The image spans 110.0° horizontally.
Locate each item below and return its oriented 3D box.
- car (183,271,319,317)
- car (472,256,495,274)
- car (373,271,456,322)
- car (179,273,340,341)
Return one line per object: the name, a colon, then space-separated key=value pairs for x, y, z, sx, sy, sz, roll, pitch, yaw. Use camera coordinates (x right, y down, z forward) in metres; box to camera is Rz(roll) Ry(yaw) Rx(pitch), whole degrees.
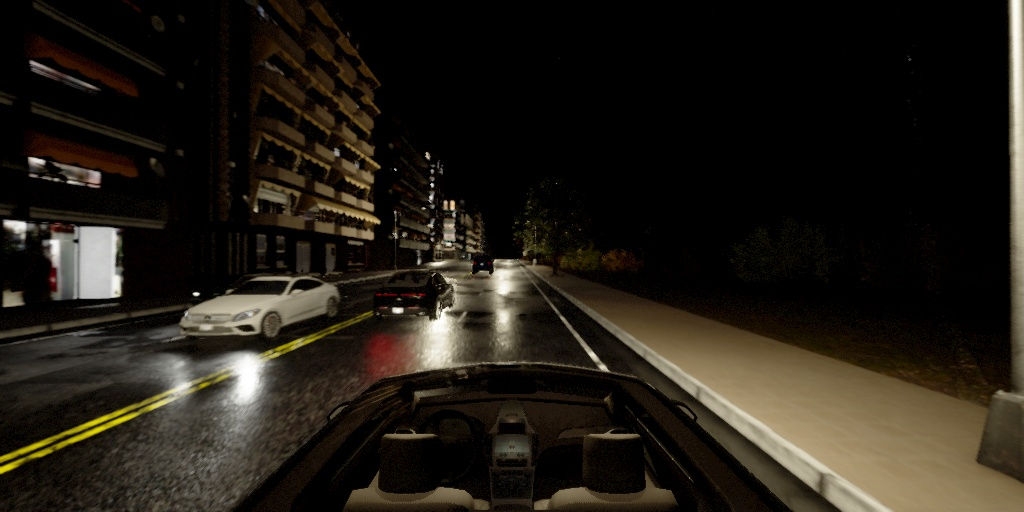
car: x=-9.811 y=1.351 z=14.108 sx=1.895 sy=1.301 sz=4.718 roll=0 pitch=0 yaw=0
car: x=-3.168 y=0.971 z=40.323 sx=2.150 sy=2.045 sz=5.566 roll=0 pitch=0 yaw=0
car: x=-3.157 y=1.255 z=12.338 sx=1.837 sy=1.490 sz=4.892 roll=0 pitch=0 yaw=0
car: x=-6.583 y=1.276 z=10.061 sx=1.812 sy=1.442 sz=4.674 roll=0 pitch=0 yaw=0
